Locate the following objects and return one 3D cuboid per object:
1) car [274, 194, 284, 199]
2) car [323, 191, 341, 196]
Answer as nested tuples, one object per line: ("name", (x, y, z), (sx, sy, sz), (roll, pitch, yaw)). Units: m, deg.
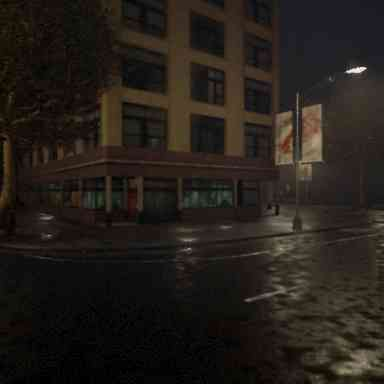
("car", (21.617, 1.164, 86.496), (2.161, 1.482, 4.786), (0, 0, -36))
("car", (32.094, 1.055, 79.013), (2.002, 1.452, 4.674), (0, 0, -36))
